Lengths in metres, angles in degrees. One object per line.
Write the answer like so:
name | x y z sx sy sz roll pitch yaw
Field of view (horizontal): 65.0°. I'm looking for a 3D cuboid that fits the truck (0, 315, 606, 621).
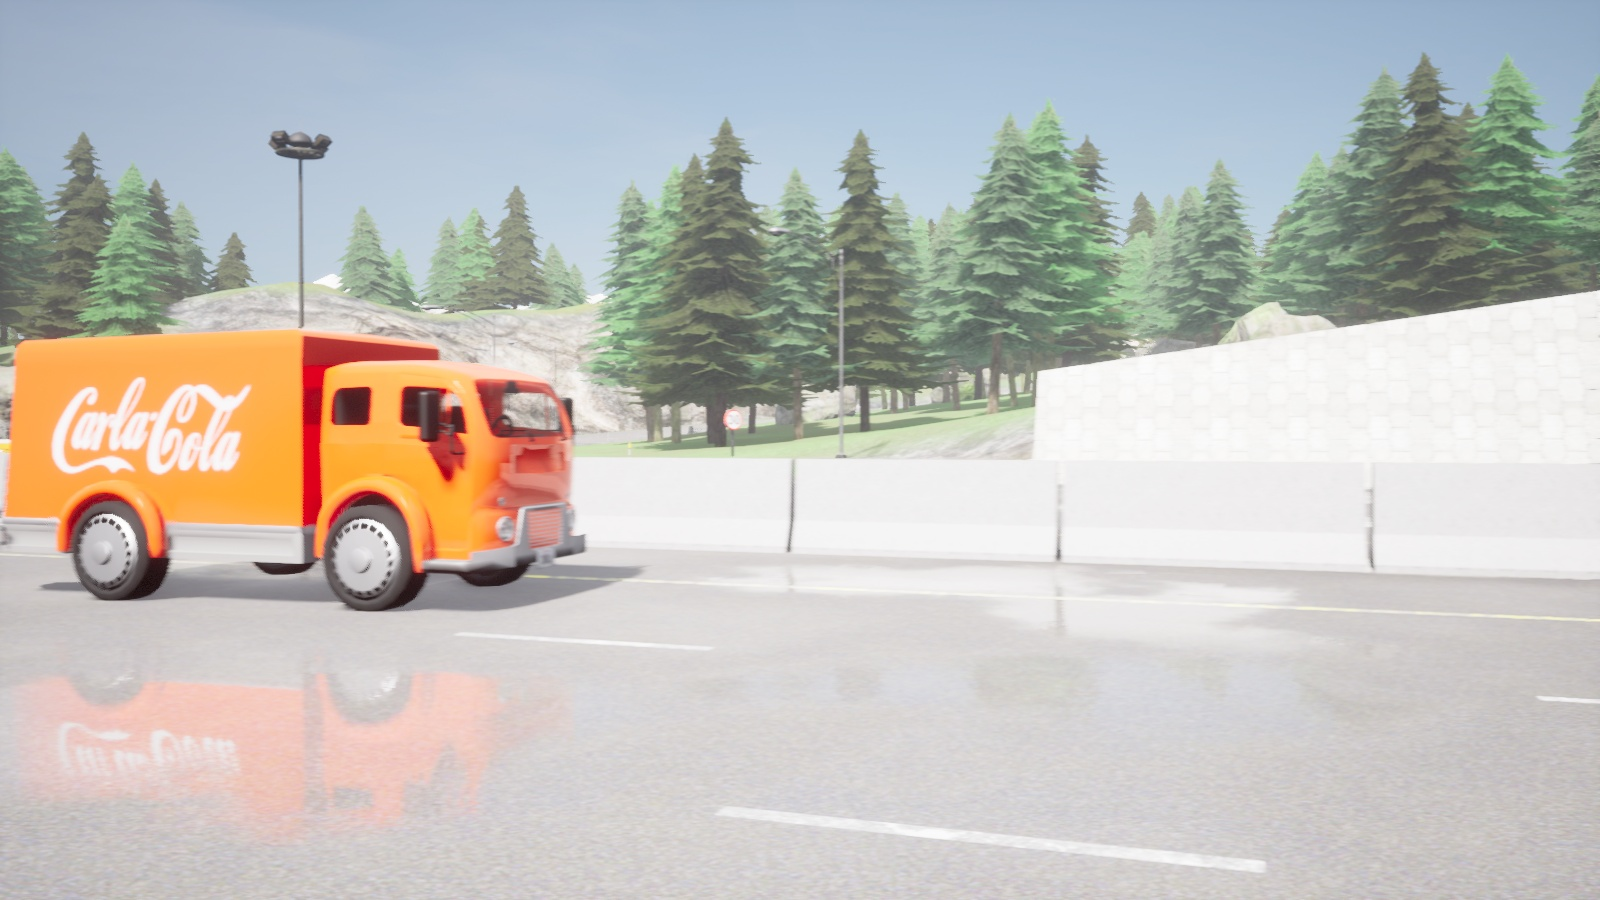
truck | -4.834 0.100 12.197 5.204 2.467 2.627 1 1 19
